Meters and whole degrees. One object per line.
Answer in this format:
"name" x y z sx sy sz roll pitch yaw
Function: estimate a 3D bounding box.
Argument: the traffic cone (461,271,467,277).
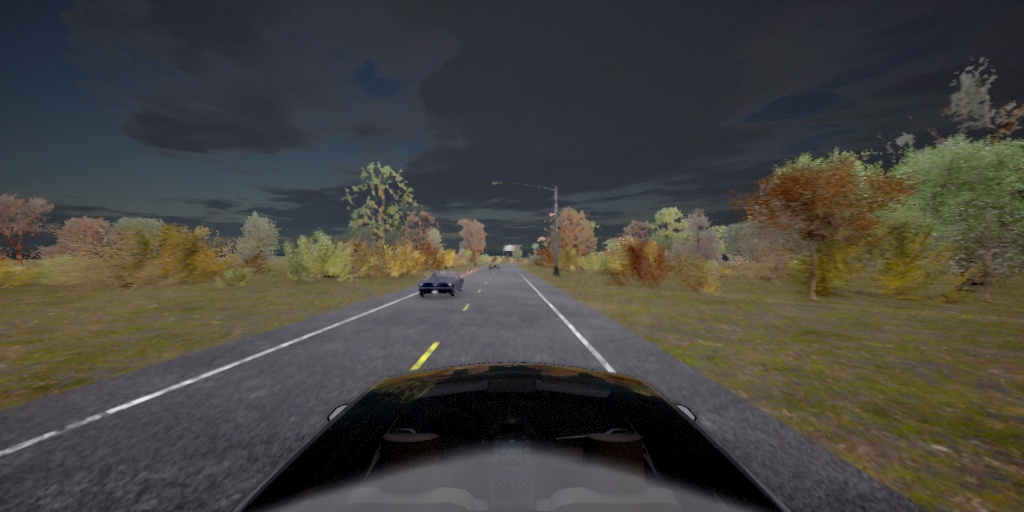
"traffic cone" -5.448 2.000 39.545 0.340 0.580 0.340 0 0 -1

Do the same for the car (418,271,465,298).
"car" -3.795 1.490 19.796 1.895 1.301 4.718 0 0 -1

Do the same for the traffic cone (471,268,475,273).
"traffic cone" -5.627 2.084 49.545 0.340 0.580 0.340 0 0 -1

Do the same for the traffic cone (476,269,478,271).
"traffic cone" -5.716 2.128 54.545 0.340 0.580 0.340 0 0 -1

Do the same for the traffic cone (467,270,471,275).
"traffic cone" -5.538 2.042 44.545 0.340 0.580 0.340 0 0 -1
